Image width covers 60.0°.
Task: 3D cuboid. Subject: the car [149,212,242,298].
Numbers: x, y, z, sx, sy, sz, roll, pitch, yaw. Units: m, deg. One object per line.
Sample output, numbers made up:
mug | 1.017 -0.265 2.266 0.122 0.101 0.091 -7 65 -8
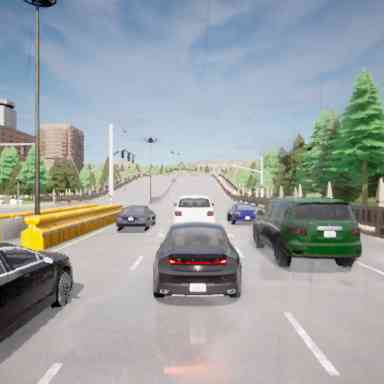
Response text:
car | 0.109 1.502 8.512 1.837 1.490 4.892 0 0 0

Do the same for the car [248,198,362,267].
car | 3.613 1.215 11.449 2.150 2.045 5.566 0 0 0

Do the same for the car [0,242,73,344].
car | -3.396 1.491 5.024 2.128 1.511 4.902 0 0 0

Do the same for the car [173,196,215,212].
car | 0.115 1.215 18.807 2.150 2.045 5.566 0 0 0

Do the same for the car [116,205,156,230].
car | -3.389 1.540 20.873 2.033 1.411 5.357 0 0 0

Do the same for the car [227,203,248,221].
car | 3.616 1.517 23.905 1.812 1.442 4.674 0 0 0
